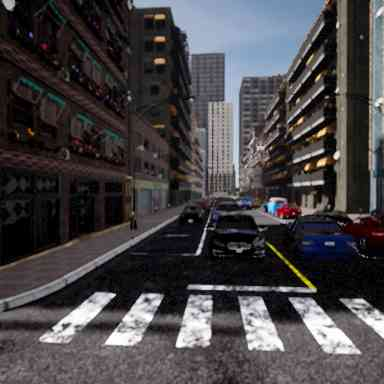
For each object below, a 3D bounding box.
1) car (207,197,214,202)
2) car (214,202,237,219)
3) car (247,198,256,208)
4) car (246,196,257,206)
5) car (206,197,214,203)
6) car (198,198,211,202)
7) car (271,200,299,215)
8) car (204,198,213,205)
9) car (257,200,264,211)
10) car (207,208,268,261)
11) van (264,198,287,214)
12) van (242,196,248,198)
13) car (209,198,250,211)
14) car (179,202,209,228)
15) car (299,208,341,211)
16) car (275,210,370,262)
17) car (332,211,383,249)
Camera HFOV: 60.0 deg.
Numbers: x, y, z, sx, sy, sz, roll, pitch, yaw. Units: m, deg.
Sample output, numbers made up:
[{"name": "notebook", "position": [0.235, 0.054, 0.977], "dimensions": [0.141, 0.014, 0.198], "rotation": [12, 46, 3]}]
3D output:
[{"name": "car", "position": [5.181, 2.081, 91.849], "dimensions": [1.887, 1.381, 4.507], "rotation": [0, 0, 4]}, {"name": "car", "position": [3.132, 1.742, 31.623], "dimensions": [1.994, 1.385, 4.181], "rotation": [0, 0, 4]}, {"name": "car", "position": [7.599, 1.884, 47.920], "dimensions": [1.895, 1.301, 4.718], "rotation": [0, 0, 4]}, {"name": "car", "position": [10.994, 1.879, 58.318], "dimensions": [1.752, 1.417, 4.829], "rotation": [0, 0, 4]}, {"name": "car", "position": [4.756, 2.067, 86.342], "dimensions": [1.947, 1.339, 4.313], "rotation": [0, 0, 4]}, {"name": "car", "position": [1.348, 1.777, 42.287], "dimensions": [1.887, 1.381, 4.507], "rotation": [0, 0, 4]}, {"name": "car", "position": [8.852, 1.735, 30.614], "dimensions": [1.887, 1.381, 4.507], "rotation": [0, 0, 4]}, {"name": "car", "position": [3.464, 1.923, 69.652], "dimensions": [1.752, 1.417, 4.829], "rotation": [0, 0, 4]}, {"name": "car", "position": [9.703, 1.820, 41.628], "dimensions": [1.947, 1.339, 4.313], "rotation": [0, 0, 4]}, {"name": "car", "position": [1.659, 1.576, 12.675], "dimensions": [1.837, 1.490, 4.892], "rotation": [0, 0, 5]}, {"name": "van", "position": [9.276, 1.563, 36.122], "dimensions": [1.690, 1.788, 3.998], "rotation": [0, 0, 4]}, {"name": "van", "position": [11.831, 1.761, 69.164], "dimensions": [1.690, 1.788, 3.998], "rotation": [0, 0, 4]}, {"name": "car", "position": [2.363, 1.473, 21.677], "dimensions": [2.097, 1.767, 4.553], "rotation": [0, 0, 4]}, {"name": "car", "position": [0.071, 1.703, 25.766], "dimensions": [1.947, 1.339, 4.313], "rotation": [0, 0, 4]}, {"name": "car", "position": [8.000, 1.693, 19.600], "dimensions": [1.947, 1.339, 4.313], "rotation": [0, 0, 4]}, {"name": "car", "position": [4.558, 1.627, 12.555], "dimensions": [2.033, 1.411, 5.357], "rotation": [0, 0, 9]}, {"name": "car", "position": [7.574, 1.678, 14.093], "dimensions": [1.802, 1.307, 4.206], "rotation": [0, 0, 4]}]
